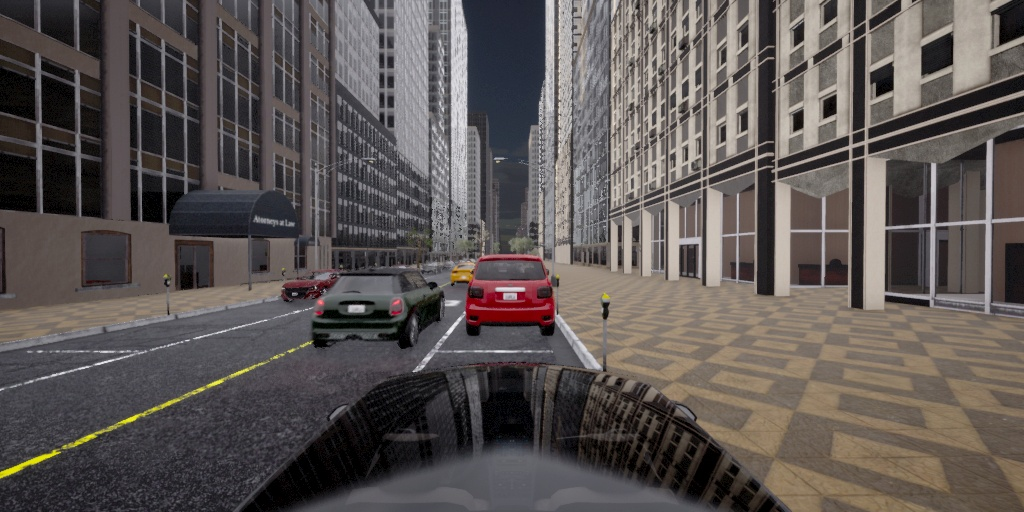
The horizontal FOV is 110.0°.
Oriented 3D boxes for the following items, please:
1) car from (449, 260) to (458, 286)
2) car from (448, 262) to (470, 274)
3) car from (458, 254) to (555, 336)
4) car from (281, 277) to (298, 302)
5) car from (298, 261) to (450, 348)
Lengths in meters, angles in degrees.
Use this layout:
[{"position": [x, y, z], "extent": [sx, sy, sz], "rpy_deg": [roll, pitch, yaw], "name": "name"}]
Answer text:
[{"position": [-3.068, 1.223, 25.414], "extent": [1.882, 1.535, 5.008], "rpy_deg": [0, 0, 0], "name": "car"}, {"position": [-6.208, 1.343, 42.319], "extent": [1.895, 1.301, 4.718], "rpy_deg": [0, 0, 0], "name": "car"}, {"position": [-0.039, 0.976, 10.531], "extent": [2.150, 2.045, 5.566], "rpy_deg": [0, 0, 0], "name": "car"}, {"position": [-8.837, 1.292, 16.839], "extent": [1.888, 1.381, 4.507], "rpy_deg": [0, 0, 0], "name": "car"}, {"position": [-3.148, 1.099, 9.387], "extent": [2.097, 1.767, 4.553], "rpy_deg": [0, 0, 0], "name": "car"}]
